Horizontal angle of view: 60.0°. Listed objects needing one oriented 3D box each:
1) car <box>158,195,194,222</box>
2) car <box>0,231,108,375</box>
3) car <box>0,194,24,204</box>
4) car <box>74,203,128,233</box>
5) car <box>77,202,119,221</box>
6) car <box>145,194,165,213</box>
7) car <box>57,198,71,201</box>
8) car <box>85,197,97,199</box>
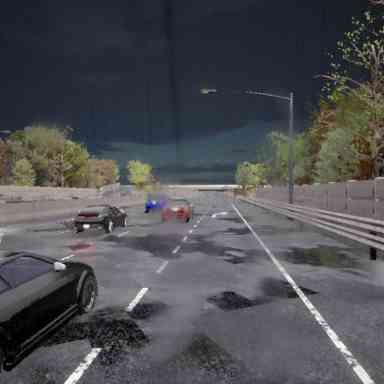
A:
[{"bbox_3d":[-1.026,1.352,26.447,2.097,1.767,4.553,0,0,5],"label":"car"},{"bbox_3d":[-2.993,1.563,4.978,1.994,1.385,4.181,0,0,5],"label":"car"},{"bbox_3d":[-24.234,1.359,43.874,2.097,1.767,4.553,0,0,6],"label":"car"},{"bbox_3d":[-5.179,1.504,19.486,1.837,1.490,4.892,0,0,5],"label":"car"},{"bbox_3d":[-7.877,1.602,28.414,1.895,1.301,4.718,0,0,5],"label":"car"},{"bbox_3d":[-3.635,1.223,36.240,2.150,2.045,5.566,0,0,4],"label":"car"},{"bbox_3d":[-20.009,1.616,51.574,1.895,1.301,4.718,0,0,5],"label":"car"},{"bbox_3d":[-16.331,1.543,53.335,1.812,1.442,4.674,0,0,5],"label":"car"}]
